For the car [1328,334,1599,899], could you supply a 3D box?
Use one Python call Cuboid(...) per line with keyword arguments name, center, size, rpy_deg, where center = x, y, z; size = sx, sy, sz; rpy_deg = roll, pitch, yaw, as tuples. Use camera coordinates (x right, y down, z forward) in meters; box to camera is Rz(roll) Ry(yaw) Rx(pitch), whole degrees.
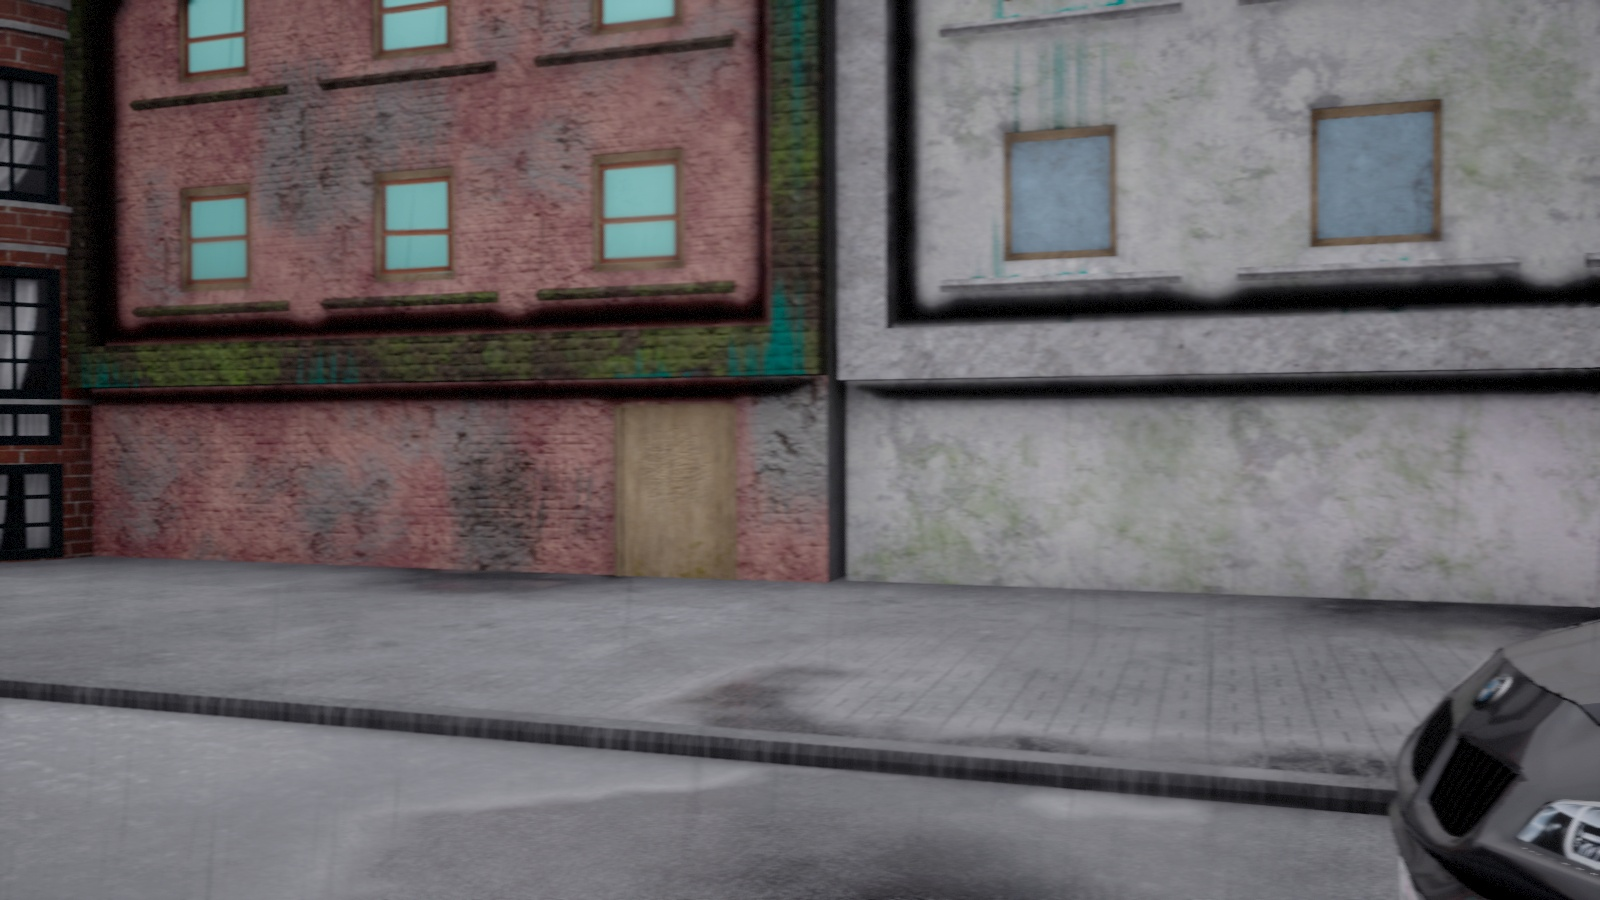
Cuboid(name="car", center=(3.639, 0.644, 2.494), size=(4.611, 1.667, 2.242), rpy_deg=(1, 1, 19))
